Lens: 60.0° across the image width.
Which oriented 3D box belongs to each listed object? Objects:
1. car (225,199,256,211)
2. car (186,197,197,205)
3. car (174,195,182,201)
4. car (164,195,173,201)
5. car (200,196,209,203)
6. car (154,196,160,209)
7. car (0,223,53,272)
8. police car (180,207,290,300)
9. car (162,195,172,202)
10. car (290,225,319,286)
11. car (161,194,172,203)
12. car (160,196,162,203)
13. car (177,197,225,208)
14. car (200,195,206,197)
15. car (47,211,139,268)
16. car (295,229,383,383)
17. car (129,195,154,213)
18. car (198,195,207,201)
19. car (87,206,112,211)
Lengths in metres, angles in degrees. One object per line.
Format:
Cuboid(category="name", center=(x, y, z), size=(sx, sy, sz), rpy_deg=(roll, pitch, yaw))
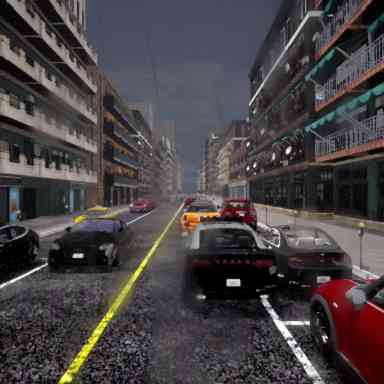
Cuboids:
Cuboid(category="car", center=(2.660, 1.313, 20.230), size=(2.192, 1.841, 5.009), rpy_deg=(0, 0, 0))
Cuboid(category="car", center=(-0.099, 1.588, 59.031), size=(1.895, 1.301, 4.718), rpy_deg=(0, 0, 0))
Cuboid(category="car", center=(-3.135, 1.526, 79.729), size=(2.033, 1.411, 5.357), rpy_deg=(0, 0, 0))
Cuboid(category="car", center=(-5.827, 1.522, 82.220), size=(1.887, 1.381, 4.507), rpy_deg=(0, 0, 0))
Cuboid(category="car", center=(2.572, 1.507, 71.127), size=(1.752, 1.417, 4.829), rpy_deg=(0, 0, 0))
Cuboid(category="car", center=(-5.759, 1.308, 42.765), size=(2.192, 1.841, 5.009), rpy_deg=(0, 0, 0))
Cuboid(category="car", center=(-5.703, 1.566, 8.945), size=(1.947, 1.339, 4.313), rpy_deg=(0, 0, 0))
Cuboid(category="police car", center=(0.749, 1.424, 8.566), size=(1.930, 1.638, 5.238), rpy_deg=(0, 0, 0))
Cuboid(category="car", center=(-5.818, 1.420, 76.583), size=(1.967, 1.590, 4.097), rpy_deg=(0, 0, 0))
Cuboid(category="car", center=(2.678, 1.551, 8.957), size=(2.008, 1.369, 4.403), rpy_deg=(0, 0, 0))
Cuboid(category="car", center=(-5.807, 1.297, 70.947), size=(2.192, 1.841, 5.009), rpy_deg=(0, 0, 0))
Cuboid(category="car", center=(-5.770, 1.573, 48.402), size=(1.802, 1.307, 4.206), rpy_deg=(0, 0, 0))
Cuboid(category="car", center=(0.586, 1.354, 18.487), size=(2.097, 1.767, 4.553), rpy_deg=(0, 0, 4))
Cuboid(category="car", center=(0.815, 1.351, 24.426), size=(2.097, 1.767, 4.553), rpy_deg=(0, 0, 0))
Cuboid(category="car", center=(-3.117, 1.564, 11.104), size=(1.994, 1.385, 4.181), rpy_deg=(0, 0, 0))
Cuboid(category="car", center=(2.688, 1.440, 3.321), size=(1.967, 1.590, 4.097), rpy_deg=(0, 0, 0))
Cuboid(category="car", center=(-5.751, 1.435, 37.129), size=(1.967, 1.590, 4.097), rpy_deg=(0, 0, 0))
Cuboid(category="car", center=(2.553, 1.522, 82.230), size=(1.887, 1.381, 4.507), rpy_deg=(0, 0, 0))
Cuboid(category="car", center=(-5.722, 1.524, 20.049), size=(1.752, 1.417, 4.829), rpy_deg=(0, 0, 0))
